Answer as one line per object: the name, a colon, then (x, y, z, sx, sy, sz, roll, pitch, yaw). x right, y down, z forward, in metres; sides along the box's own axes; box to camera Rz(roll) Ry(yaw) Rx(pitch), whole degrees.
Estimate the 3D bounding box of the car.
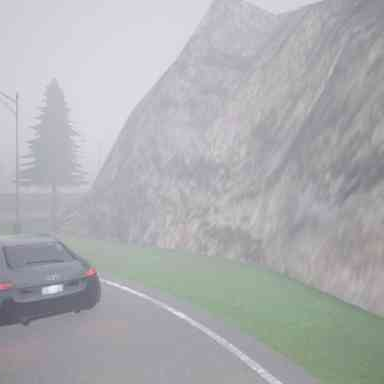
car: (-3.587, 1.564, 6.974, 1.994, 1.385, 4.181, 0, 0, -41)
